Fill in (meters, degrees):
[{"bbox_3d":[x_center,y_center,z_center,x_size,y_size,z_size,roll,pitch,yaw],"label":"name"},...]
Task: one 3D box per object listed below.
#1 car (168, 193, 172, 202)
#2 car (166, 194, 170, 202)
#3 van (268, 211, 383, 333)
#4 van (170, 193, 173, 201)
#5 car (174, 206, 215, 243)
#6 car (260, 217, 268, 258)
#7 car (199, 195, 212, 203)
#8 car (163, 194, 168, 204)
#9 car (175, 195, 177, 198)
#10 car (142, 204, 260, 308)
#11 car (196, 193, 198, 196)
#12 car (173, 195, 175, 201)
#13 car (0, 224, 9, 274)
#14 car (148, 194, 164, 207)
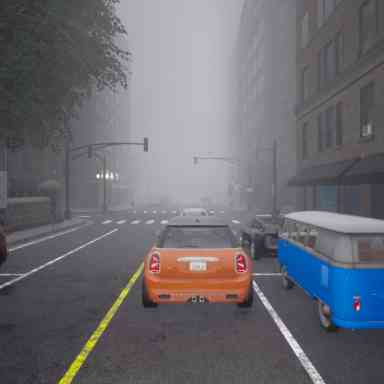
[{"bbox_3d":[-5.652,1.515,66.545,1.887,1.381,4.507,0,0,0],"label":"car"},{"bbox_3d":[-5.653,1.515,61.094,1.887,1.381,4.507,0,0,0],"label":"car"},{"bbox_3d":[2.858,1.340,6.542,1.690,1.788,3.998,0,0,0],"label":"van"},{"bbox_3d":[-5.651,1.312,71.996,1.690,1.788,3.998,0,0,0],"label":"van"},{"bbox_3d":[0.106,1.521,17.097,1.812,1.442,4.674,0,0,0],"label":"car"},{"bbox_3d":[2.860,1.563,12.202,1.947,1.339,4.313,0,0,0],"label":"car"},{"bbox_3d":[2.872,1.410,66.579,1.967,1.590,4.097,0,0,0],"label":"car"},{"bbox_3d":[-5.655,1.522,55.643,2.008,1.369,4.403,0,0,0],"label":"car"},{"bbox_3d":[-5.649,1.290,82.897,2.192,1.841,5.009,0,0,0],"label":"car"},{"bbox_3d":[0.104,1.351,8.096,2.097,1.767,4.553,0,0,0],"label":"car"},{"bbox_3d":[2.880,1.507,93.991,1.752,1.417,4.829,0,0,0],"label":"car"},{"bbox_3d":[-5.649,1.523,77.446,2.008,1.369,4.403,0,0,0],"label":"car"},{"bbox_3d":[-5.667,1.314,6.504,2.192,1.841,5.009,0,0,0],"label":"car"},{"bbox_3d":[-5.656,1.498,50.023,1.752,1.417,4.829,0,0,0],"label":"car"}]
